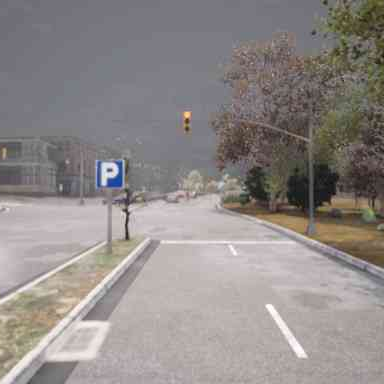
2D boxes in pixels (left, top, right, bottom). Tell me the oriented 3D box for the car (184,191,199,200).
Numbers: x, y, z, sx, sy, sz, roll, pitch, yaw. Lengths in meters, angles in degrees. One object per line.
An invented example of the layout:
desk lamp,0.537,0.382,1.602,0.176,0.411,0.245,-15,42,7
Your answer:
car,-0.056,1.117,81.087,1.812,1.442,4.674,0,0,8

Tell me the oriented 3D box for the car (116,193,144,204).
car,-10.841,1.050,58.104,4.553,1.767,2.185,-1,0,-14

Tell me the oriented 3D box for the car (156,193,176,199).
car,-6.817,1.100,88.048,5.008,1.535,2.097,-1,0,-11

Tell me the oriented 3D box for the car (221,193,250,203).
car,7.533,0.997,57.764,4.553,1.767,2.185,0,0,-14

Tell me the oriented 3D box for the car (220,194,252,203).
car,8.062,1.113,60.759,5.366,1.575,1.946,1,0,-13

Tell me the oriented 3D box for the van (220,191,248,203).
van,7.155,0.905,54.793,4.442,1.987,1.878,1,0,-14

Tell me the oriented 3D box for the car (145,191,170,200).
car,-8.184,0.871,79.106,5.566,2.045,2.435,-1,0,-12

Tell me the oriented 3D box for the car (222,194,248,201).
car,8.564,1.136,66.599,4.674,1.452,2.002,1,0,-13

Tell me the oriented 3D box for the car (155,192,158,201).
car,-9.795,1.193,67.113,4.674,1.452,2.002,-1,0,-13

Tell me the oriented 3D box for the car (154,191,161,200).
car,-9.429,1.186,70.115,4.674,1.452,2.002,-1,0,-13

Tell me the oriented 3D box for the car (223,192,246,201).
car,9.291,0.951,72.468,4.553,1.767,2.185,0,0,-12

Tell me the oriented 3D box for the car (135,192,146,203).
car,-10.928,1.176,55.152,5.366,1.575,1.946,-1,0,-15

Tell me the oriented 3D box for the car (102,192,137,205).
car,-11.566,1.225,52.158,4.792,1.488,2.163,-1,0,-15

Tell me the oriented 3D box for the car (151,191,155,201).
car,-10.161,1.162,64.117,4.892,1.521,2.231,-1,0,-14

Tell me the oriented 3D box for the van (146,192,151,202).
van,-10.382,0.940,61.145,4.442,1.987,1.878,-1,0,-14

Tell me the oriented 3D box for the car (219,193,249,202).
car,8.038,1.100,63.610,5.366,1.575,1.946,1,1,-13

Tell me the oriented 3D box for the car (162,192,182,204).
car,-3.281,1.244,55.207,1.812,1.442,4.674,0,1,6

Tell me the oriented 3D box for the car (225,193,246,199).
car,11.010,1.069,84.181,4.792,1.488,2.163,0,1,-11

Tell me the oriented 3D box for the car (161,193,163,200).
car,-8.627,1.170,76.099,4.674,1.452,2.002,-1,0,-12

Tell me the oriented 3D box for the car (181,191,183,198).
car,-5.788,0.958,94.007,4.553,1.767,2.185,-1,0,-10
